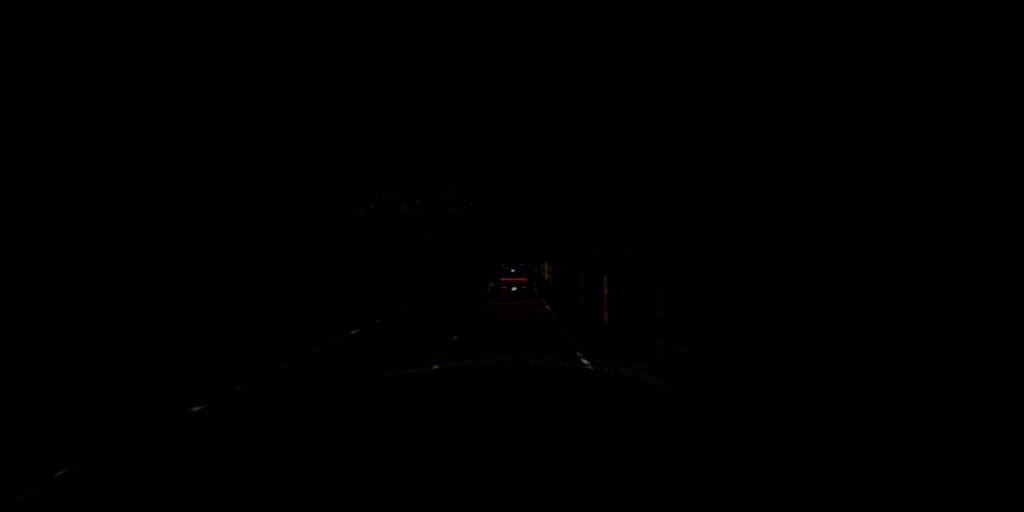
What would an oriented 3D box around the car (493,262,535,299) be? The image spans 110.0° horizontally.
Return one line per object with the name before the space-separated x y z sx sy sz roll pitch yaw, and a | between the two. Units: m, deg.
car | 0.093 1.209 17.976 2.128 1.511 4.902 0 0 0
